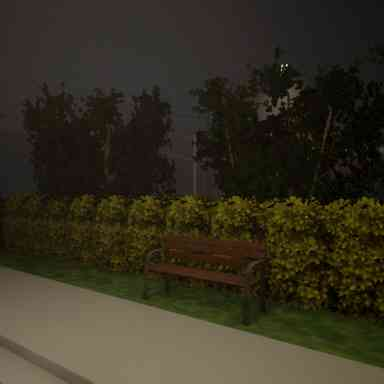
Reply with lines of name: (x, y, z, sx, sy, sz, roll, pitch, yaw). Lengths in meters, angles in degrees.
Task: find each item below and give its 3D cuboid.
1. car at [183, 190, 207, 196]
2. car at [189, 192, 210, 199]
car: (0.461, 0.584, 62.500, 2.150, 2.045, 5.566, 0, 1, 35)
car: (1.585, 0.705, 70.110, 1.882, 1.535, 5.008, 0, 1, 35)
